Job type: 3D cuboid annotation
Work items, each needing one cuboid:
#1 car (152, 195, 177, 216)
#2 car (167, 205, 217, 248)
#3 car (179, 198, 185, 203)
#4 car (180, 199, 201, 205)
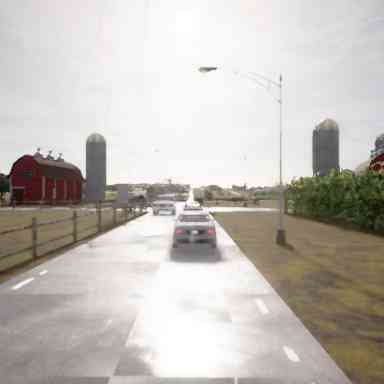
[{"bbox_3d":[-2.770,1.294,34.309,2.150,2.045,5.566,0,-1,0],"label":"car"},{"bbox_3d":[0.095,1.539,14.784,2.033,1.411,5.357,0,0,0],"label":"car"},{"bbox_3d":[-2.775,2.323,93.174,1.895,1.301,4.718,0,-1,0],"label":"car"},{"bbox_3d":[0.091,1.651,31.544,1.895,1.301,4.718,0,0,0],"label":"car"}]
